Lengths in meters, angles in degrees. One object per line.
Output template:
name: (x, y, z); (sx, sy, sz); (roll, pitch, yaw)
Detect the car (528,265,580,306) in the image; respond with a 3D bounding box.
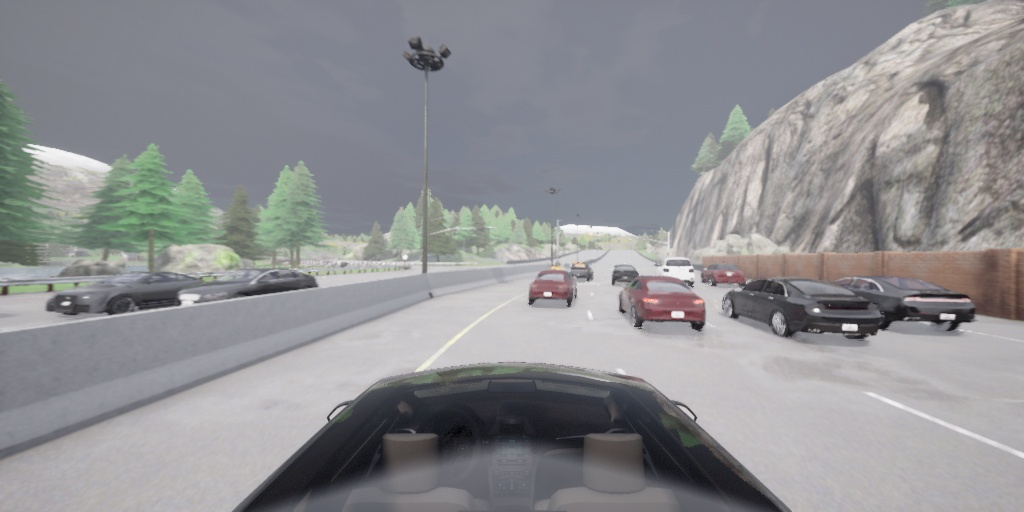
car: (1.926, 1.342, 16.336); (1.812, 1.442, 4.674); (0, 0, 13)

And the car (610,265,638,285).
car: (8.655, 1.391, 27.620); (1.882, 1.535, 5.008); (0, 0, 16)

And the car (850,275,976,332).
car: (11.696, 1.377, 11.658); (2.128, 1.511, 4.902); (0, 0, 10)

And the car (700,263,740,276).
car: (15.814, 1.328, 27.169); (2.097, 1.767, 4.553); (0, 0, 16)

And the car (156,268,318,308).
car: (-9.457, 1.198, 13.320); (2.128, 1.511, 4.902); (0, 0, 10)

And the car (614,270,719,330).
car: (4.567, 1.349, 11.403); (1.812, 1.442, 4.674); (0, 0, 9)

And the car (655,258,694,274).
car: (12.066, 1.162, 26.866); (2.150, 2.045, 5.566); (0, 0, 16)

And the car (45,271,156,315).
car: (-13.045, 1.237, 12.675); (1.994, 1.385, 4.181); (0, 0, 8)

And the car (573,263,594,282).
car: (6.112, 1.397, 31.679); (2.128, 1.511, 4.902); (0, 0, 17)

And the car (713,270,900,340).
car: (7.960, 1.356, 10.467); (1.837, 1.490, 4.892); (0, 0, 8)
